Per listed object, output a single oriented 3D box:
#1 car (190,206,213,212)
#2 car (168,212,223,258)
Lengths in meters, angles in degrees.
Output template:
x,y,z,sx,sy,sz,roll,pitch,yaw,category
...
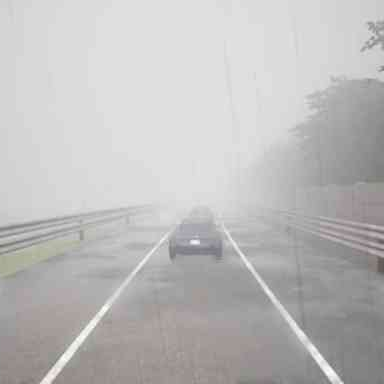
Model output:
x,y,z,sx,sy,sz,roll,pitch,yaw,category
0.792,1.883,28.309,1.994,1.385,4.181,0,-1,3,car
0.180,1.714,13.436,1.994,1.385,4.181,0,-1,2,car
